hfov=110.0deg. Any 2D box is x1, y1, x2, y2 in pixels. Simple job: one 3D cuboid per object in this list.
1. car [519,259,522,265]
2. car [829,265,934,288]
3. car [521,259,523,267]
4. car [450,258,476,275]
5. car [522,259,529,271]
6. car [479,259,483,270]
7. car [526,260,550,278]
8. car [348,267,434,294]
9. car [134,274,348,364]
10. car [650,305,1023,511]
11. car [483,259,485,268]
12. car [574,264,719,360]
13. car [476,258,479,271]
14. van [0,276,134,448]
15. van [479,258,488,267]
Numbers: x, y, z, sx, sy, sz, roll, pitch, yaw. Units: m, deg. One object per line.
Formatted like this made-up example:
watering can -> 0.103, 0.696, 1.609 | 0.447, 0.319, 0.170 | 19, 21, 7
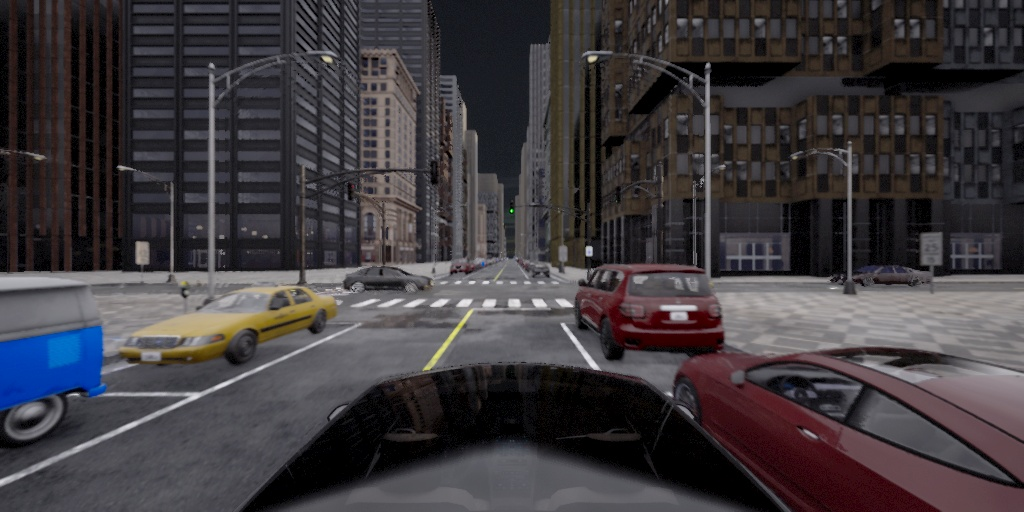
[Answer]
car -> 2.754, 1.367, 63.494 | 1.967, 1.591, 4.097 | 0, 0, 0
car -> 24.156, 1.296, 23.526 | 5.357, 1.411, 2.033 | 0, 0, 0
car -> 2.756, 1.437, 52.213 | 1.888, 1.381, 4.507 | 0, 0, 0
car -> -5.768, 1.173, 40.921 | 2.192, 1.841, 5.009 | 0, 0, 0
car -> 2.757, 1.426, 46.572 | 2.007, 1.370, 4.403 | 0, 0, 0
car -> -5.769, 1.458, 52.203 | 1.948, 1.339, 4.313 | 0, 0, 0
car -> 2.758, 1.393, 35.291 | 2.007, 1.370, 4.403 | 0, 0, 0
car -> -6.927, 1.371, 20.292 | 4.892, 1.490, 1.837 | 0, 0, 0
car -> -5.763, 1.293, 8.137 | 1.751, 1.417, 4.829 | 0, 0, 0
car -> 2.762, 1.334, 2.641 | 1.802, 1.307, 4.207 | 0, 0, 0
car -> -5.770, 1.492, 57.843 | 1.802, 1.307, 4.207 | 0, 0, 0
car -> 2.762, 1.082, 8.318 | 2.192, 1.841, 5.009 | 0, 0, 0
car -> -5.769, 1.315, 46.563 | 1.967, 1.591, 4.097 | 0, 0, 0
van -> -5.763, 1.093, 2.629 | 1.690, 1.789, 3.998 | 0, 0, 0
van -> -5.771, 1.268, 63.483 | 1.690, 1.789, 3.998 | 0, 0, 0
